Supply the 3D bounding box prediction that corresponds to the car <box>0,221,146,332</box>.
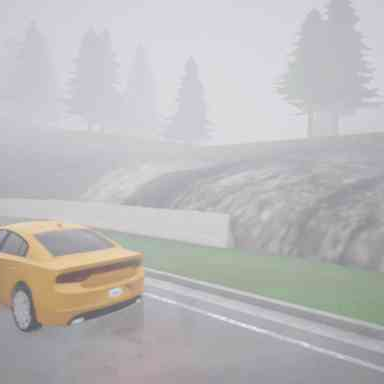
[{"bbox_3d":[-3.096,1.324,6.648,5.008,1.535,1.882,2,1,39],"label":"car"}]
